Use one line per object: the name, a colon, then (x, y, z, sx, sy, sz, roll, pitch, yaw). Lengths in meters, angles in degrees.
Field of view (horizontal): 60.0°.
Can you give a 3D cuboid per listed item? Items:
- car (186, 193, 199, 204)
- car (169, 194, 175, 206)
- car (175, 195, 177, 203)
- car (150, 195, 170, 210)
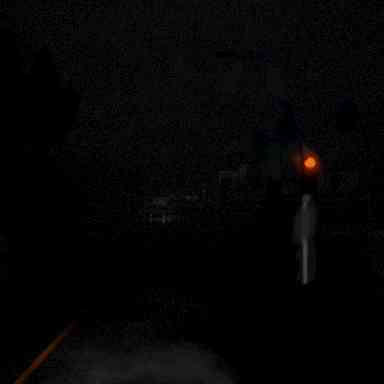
car: (0.079, 1.122, 63.048, 2.150, 2.045, 5.566, 0, 0, 0)
car: (-4.019, 1.445, 51.485, 1.812, 1.442, 4.674, 0, 0, 0)
car: (-3.958, 1.251, 64.578, 2.097, 1.767, 4.553, 0, 0, 1)
car: (-4.037, 1.461, 41.222, 1.812, 1.442, 4.674, 0, 0, 0)
